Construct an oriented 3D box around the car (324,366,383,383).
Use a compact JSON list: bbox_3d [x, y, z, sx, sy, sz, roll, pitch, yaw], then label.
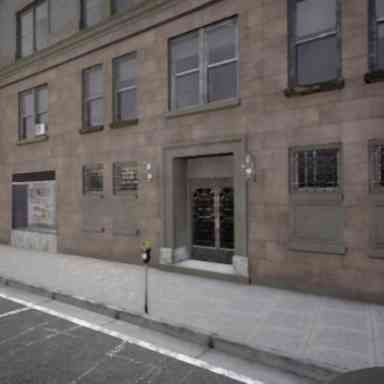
[{"bbox_3d":[2.607,1.532,1.217,4.403,1.369,2.008,-1,0,36],"label":"car"}]
